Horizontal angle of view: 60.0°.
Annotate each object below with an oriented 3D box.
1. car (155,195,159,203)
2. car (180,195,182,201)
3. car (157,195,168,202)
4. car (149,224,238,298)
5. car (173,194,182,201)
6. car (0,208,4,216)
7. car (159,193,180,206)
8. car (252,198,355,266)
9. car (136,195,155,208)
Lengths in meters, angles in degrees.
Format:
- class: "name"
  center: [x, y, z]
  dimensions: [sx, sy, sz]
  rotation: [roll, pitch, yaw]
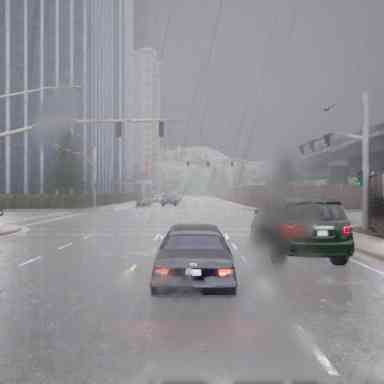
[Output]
- class: "car"
  center: [-7.017, 1.325, 65.070]
  dimensions: [2.097, 1.767, 4.553]
  rotation: [0, 0, 0]
- class: "car"
  center: [-3.518, 1.325, 64.988]
  dimensions: [2.097, 1.767, 4.553]
  rotation: [0, 0, 0]
- class: "car"
  center: [-6.973, 1.470, 79.591]
  dimensions: [2.128, 1.511, 4.902]
  rotation: [0, 0, 0]
- class: "car"
  center: [0.058, 1.544, 8.683]
  dimensions: [2.033, 1.411, 5.357]
  rotation: [0, 0, 1]
- class: "car"
  center: [-3.473, 1.291, 79.681]
  dimensions: [2.097, 1.767, 4.553]
  rotation: [0, 0, 0]
- class: "car"
  center: [-18.768, 1.548, 28.520]
  dimensions: [4.892, 1.490, 1.837]
  rotation: [0, 0, 0]
- class: "car"
  center: [-3.570, 1.201, 52.870]
  dimensions: [2.150, 2.045, 5.566]
  rotation: [0, 0, 0]
- class: "car"
  center: [3.575, 1.217, 11.715]
  dimensions: [2.150, 2.045, 5.566]
  rotation: [0, 0, 1]
- class: "car"
  center: [-7.075, 1.481, 48.934]
  dimensions: [1.837, 1.490, 4.892]
  rotation: [0, 1, 0]
